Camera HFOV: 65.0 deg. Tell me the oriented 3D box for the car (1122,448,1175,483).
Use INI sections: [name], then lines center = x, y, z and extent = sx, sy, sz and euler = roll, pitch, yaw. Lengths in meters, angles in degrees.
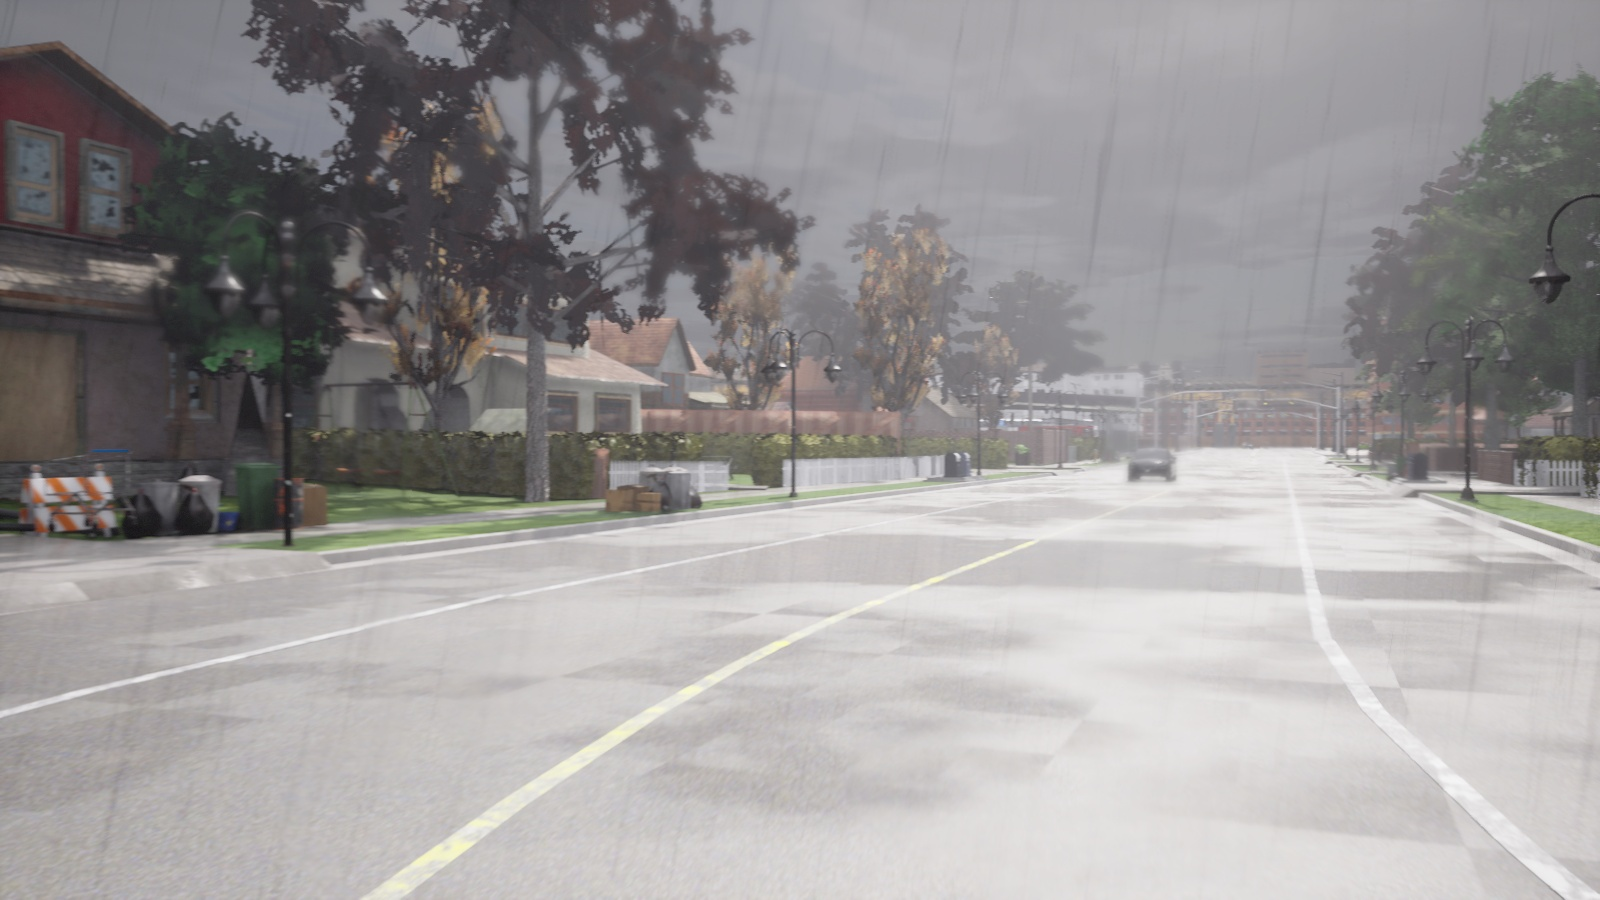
[car]
center = 15.649, 0.670, 56.192
extent = 1.837, 1.490, 4.892
euler = 0, 0, 21
